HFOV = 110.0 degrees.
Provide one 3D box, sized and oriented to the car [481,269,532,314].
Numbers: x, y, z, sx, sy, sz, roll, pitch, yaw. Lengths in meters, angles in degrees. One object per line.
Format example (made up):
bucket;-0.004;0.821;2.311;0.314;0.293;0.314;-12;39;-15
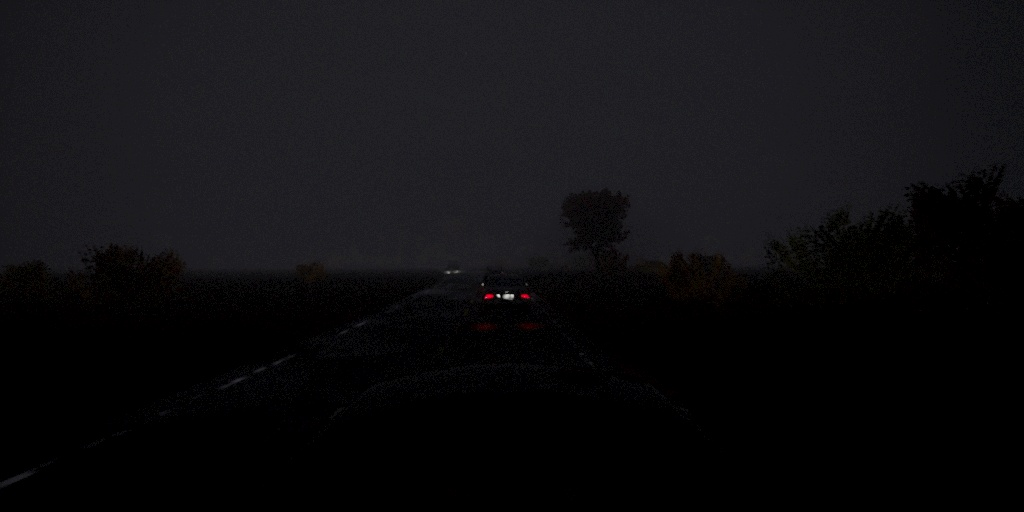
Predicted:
car;-0.271;1.434;14.478;2.033;1.411;5.357;0;-1;-2

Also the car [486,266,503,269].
car;-1.511;1.553;30.501;2.128;1.511;4.902;0;0;-6
